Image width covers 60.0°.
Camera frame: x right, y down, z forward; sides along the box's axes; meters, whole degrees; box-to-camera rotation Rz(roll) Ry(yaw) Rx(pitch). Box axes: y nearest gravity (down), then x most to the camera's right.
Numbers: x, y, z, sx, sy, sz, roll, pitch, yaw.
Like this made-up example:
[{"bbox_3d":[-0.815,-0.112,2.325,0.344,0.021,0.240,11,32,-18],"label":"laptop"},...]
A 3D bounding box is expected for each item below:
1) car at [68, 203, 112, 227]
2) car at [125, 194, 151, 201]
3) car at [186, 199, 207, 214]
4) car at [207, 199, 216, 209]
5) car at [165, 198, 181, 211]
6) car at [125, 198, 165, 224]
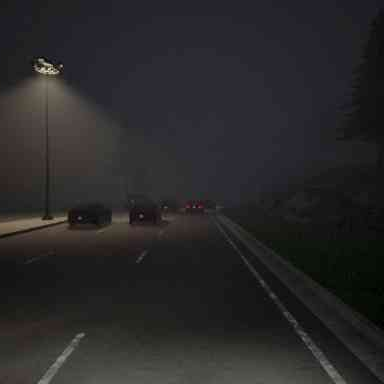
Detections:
[{"bbox_3d":[-6.900,1.478,22.936,1.882,1.535,5.008,0,0,0],"label":"car"},{"bbox_3d":[-6.270,1.221,39.480,2.150,2.045,5.566,0,0,7],"label":"car"},{"bbox_3d":[0.332,1.547,35.211,2.033,1.411,5.357,0,0,3],"label":"car"},{"bbox_3d":[1.948,1.564,44.529,1.994,1.385,4.181,0,0,14],"label":"car"},{"bbox_3d":[-2.604,1.504,40.238,1.837,1.490,4.892,0,0,9],"label":"car"},{"bbox_3d":[-3.399,1.478,24.827,1.882,1.535,5.008,0,0,0],"label":"car"}]
